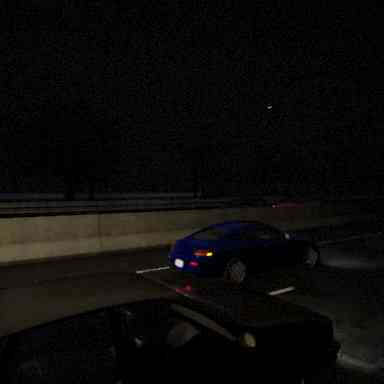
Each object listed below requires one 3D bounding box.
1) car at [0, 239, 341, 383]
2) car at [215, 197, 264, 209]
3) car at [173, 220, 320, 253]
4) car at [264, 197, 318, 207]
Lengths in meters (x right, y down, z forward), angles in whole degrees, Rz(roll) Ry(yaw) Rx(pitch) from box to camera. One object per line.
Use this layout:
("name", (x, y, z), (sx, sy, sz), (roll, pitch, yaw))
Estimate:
("car", (-0.840, 1.544, 3.147), (5.357, 1.411, 2.033), (0, 0, -36))
("car", (4.017, 1.412, 28.363), (4.892, 1.490, 1.837), (0, 0, -35))
("car", (1.572, 1.500, 9.174), (4.674, 1.442, 1.812), (0, 0, -36))
("car", (8.456, 1.239, 27.219), (4.553, 1.767, 2.097), (-1, 0, -35))
